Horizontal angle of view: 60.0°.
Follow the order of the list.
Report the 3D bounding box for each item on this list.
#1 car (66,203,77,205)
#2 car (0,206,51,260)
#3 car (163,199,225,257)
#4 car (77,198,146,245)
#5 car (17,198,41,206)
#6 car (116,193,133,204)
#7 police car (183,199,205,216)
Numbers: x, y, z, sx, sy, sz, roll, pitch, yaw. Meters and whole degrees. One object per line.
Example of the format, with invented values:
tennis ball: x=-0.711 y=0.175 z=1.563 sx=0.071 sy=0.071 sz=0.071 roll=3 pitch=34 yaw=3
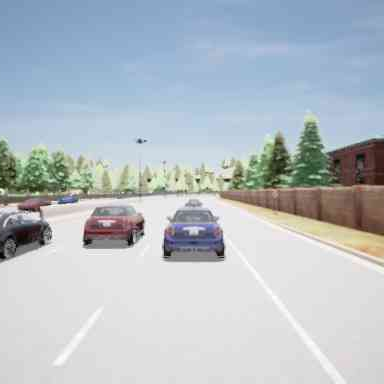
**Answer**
car: x=-20.424 y=1.435 z=55.352 sx=1.882 sy=1.535 sz=5.008 roll=0 pitch=0 yaw=2
car: x=-6.946 y=1.481 z=12.409 sx=2.128 sy=1.511 sz=4.902 roll=0 pitch=0 yaw=0
car: x=0.047 y=1.342 z=13.027 sx=2.097 sy=1.767 sz=4.553 roll=0 pitch=0 yaw=0
car: x=-3.469 y=1.340 z=15.626 sx=2.097 sy=1.767 sz=4.553 roll=0 pitch=0 yaw=0
car: x=-17.402 y=1.448 z=36.871 sx=1.882 sy=1.535 sz=5.008 roll=0 pitch=0 yaw=2
car: x=-13.147 y=1.213 z=65.322 sx=2.150 sy=2.045 sz=5.566 roll=0 pitch=0 yaw=1
police car: x=0.214 y=1.478 z=33.326 sx=2.038 sy=1.542 sz=4.974 roll=0 pitch=0 yaw=1
